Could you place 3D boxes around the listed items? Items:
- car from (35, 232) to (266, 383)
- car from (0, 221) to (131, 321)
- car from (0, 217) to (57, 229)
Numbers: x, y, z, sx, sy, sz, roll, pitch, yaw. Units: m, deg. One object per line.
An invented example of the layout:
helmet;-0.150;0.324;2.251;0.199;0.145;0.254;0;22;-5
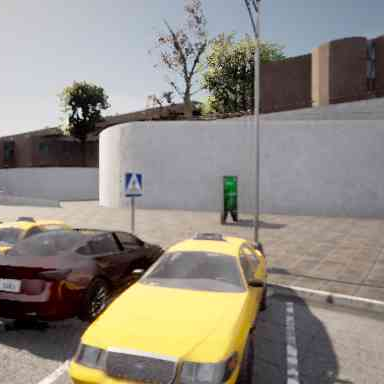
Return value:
car;0.209;1.482;5.428;1.946;1.575;5.366;1;-1;15
car;-2.172;1.510;7.364;2.163;1.488;4.792;0;-1;15
car;-4.655;1.467;8.883;1.946;1.575;5.366;1;-1;15
